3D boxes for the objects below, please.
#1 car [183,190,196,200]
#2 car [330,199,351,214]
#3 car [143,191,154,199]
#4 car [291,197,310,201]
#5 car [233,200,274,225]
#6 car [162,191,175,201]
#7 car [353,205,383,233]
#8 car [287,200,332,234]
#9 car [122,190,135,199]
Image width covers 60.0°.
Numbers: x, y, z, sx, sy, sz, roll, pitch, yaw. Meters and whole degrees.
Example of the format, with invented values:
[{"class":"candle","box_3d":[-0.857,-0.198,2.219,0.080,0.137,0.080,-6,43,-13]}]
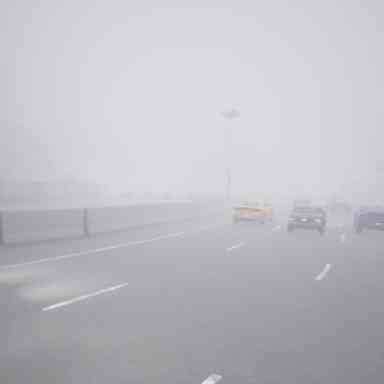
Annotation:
[{"class":"car","box_3d":[-0.473,0.486,58.086,2.097,1.767,4.553,1,1,-4]},{"class":"car","box_3d":[15.246,1.416,34.755,1.812,1.442,4.674,2,1,12]},{"class":"car","box_3d":[-7.447,0.507,57.514,2.033,1.411,5.357,1,1,-5]},{"class":"car","box_3d":[12.246,1.251,37.370,1.882,1.535,5.008,2,1,12]},{"class":"car","box_3d":[4.198,1.256,22.239,1.882,1.535,5.008,2,1,23]},{"class":"car","box_3d":[-3.906,0.572,54.696,1.882,1.535,5.008,2,1,-1]},{"class":"car","box_3d":[10.463,1.467,19.197,1.882,1.535,5.008,2,1,23]},{"class":"car","box_3d":[6.568,1.439,18.755,2.033,1.411,5.357,2,1,24]},{"class":"car","box_3d":[-10.952,0.433,57.601,2.033,1.411,5.357,1,1,-5]}]
